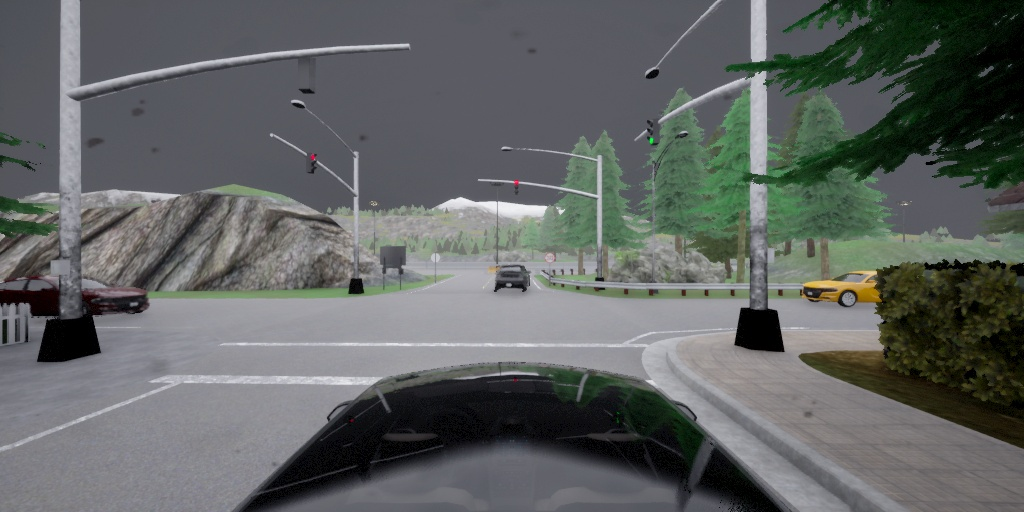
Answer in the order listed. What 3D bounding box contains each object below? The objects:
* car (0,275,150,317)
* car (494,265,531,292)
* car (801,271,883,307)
[{"bbox_3d":[-15.803,1.419,12.629,5.008,1.535,1.882,0,0,0],"label":"car"},{"bbox_3d":[0.055,1.279,21.951,1.837,1.490,4.892,2,1,5],"label":"car"},{"bbox_3d":[15.955,1.419,16.176,5.008,1.535,1.882,0,0,0],"label":"car"}]
